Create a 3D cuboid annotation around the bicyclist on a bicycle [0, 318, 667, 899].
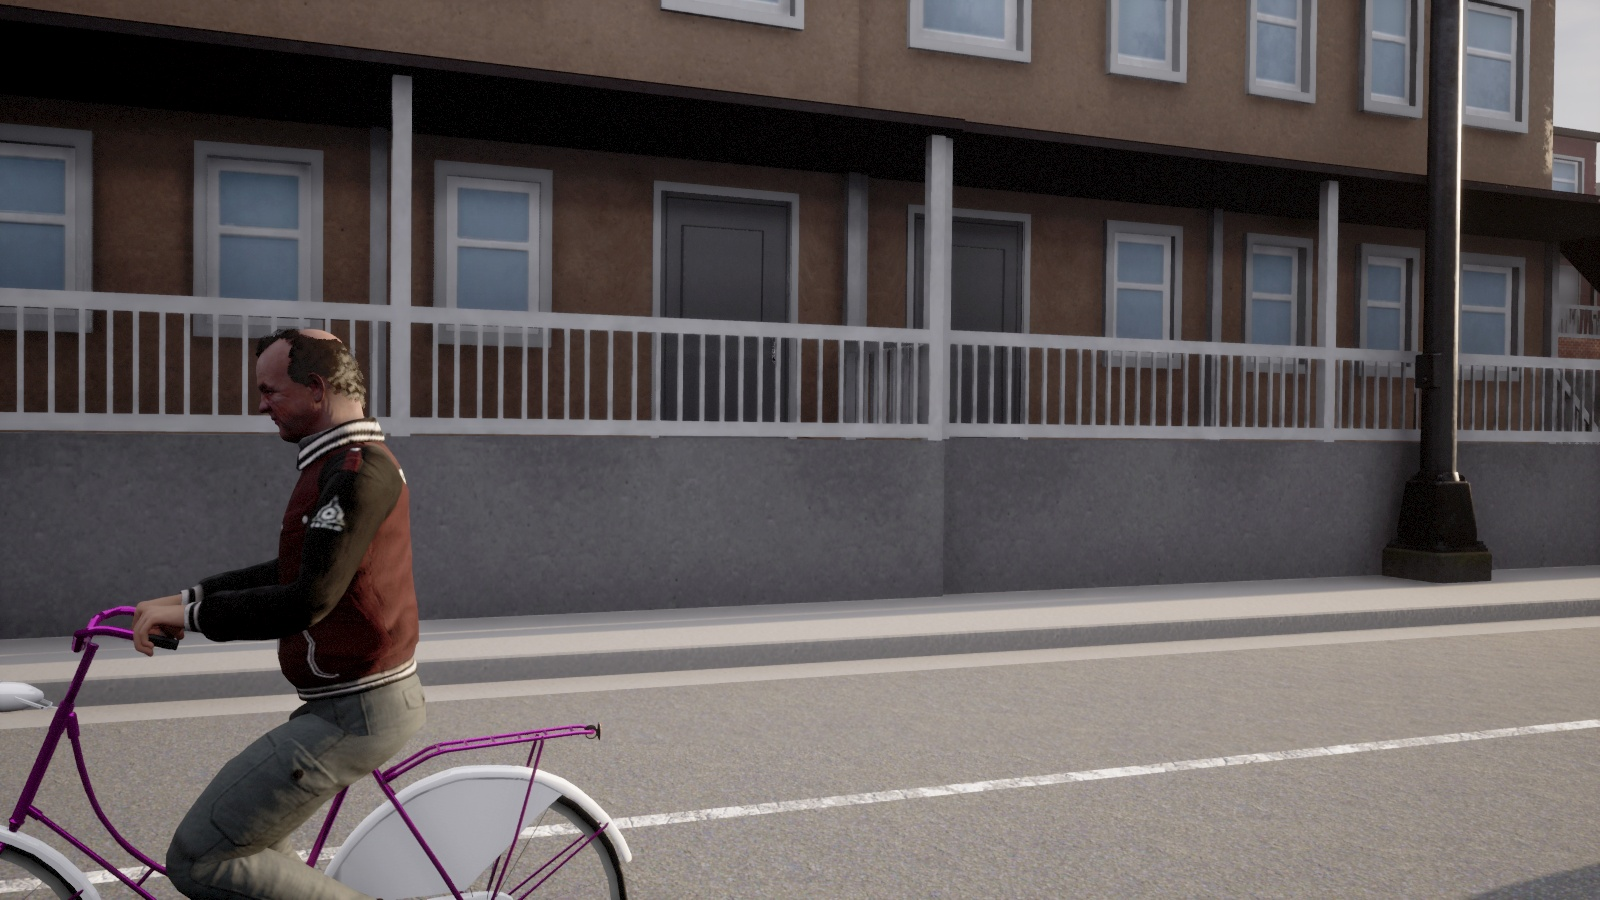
[{"bbox_3d":[-1.275,0.638,2.753,1.843,1.776,0.659,-1,1,-21],"label":"bicyclist on a bicycle"}]
